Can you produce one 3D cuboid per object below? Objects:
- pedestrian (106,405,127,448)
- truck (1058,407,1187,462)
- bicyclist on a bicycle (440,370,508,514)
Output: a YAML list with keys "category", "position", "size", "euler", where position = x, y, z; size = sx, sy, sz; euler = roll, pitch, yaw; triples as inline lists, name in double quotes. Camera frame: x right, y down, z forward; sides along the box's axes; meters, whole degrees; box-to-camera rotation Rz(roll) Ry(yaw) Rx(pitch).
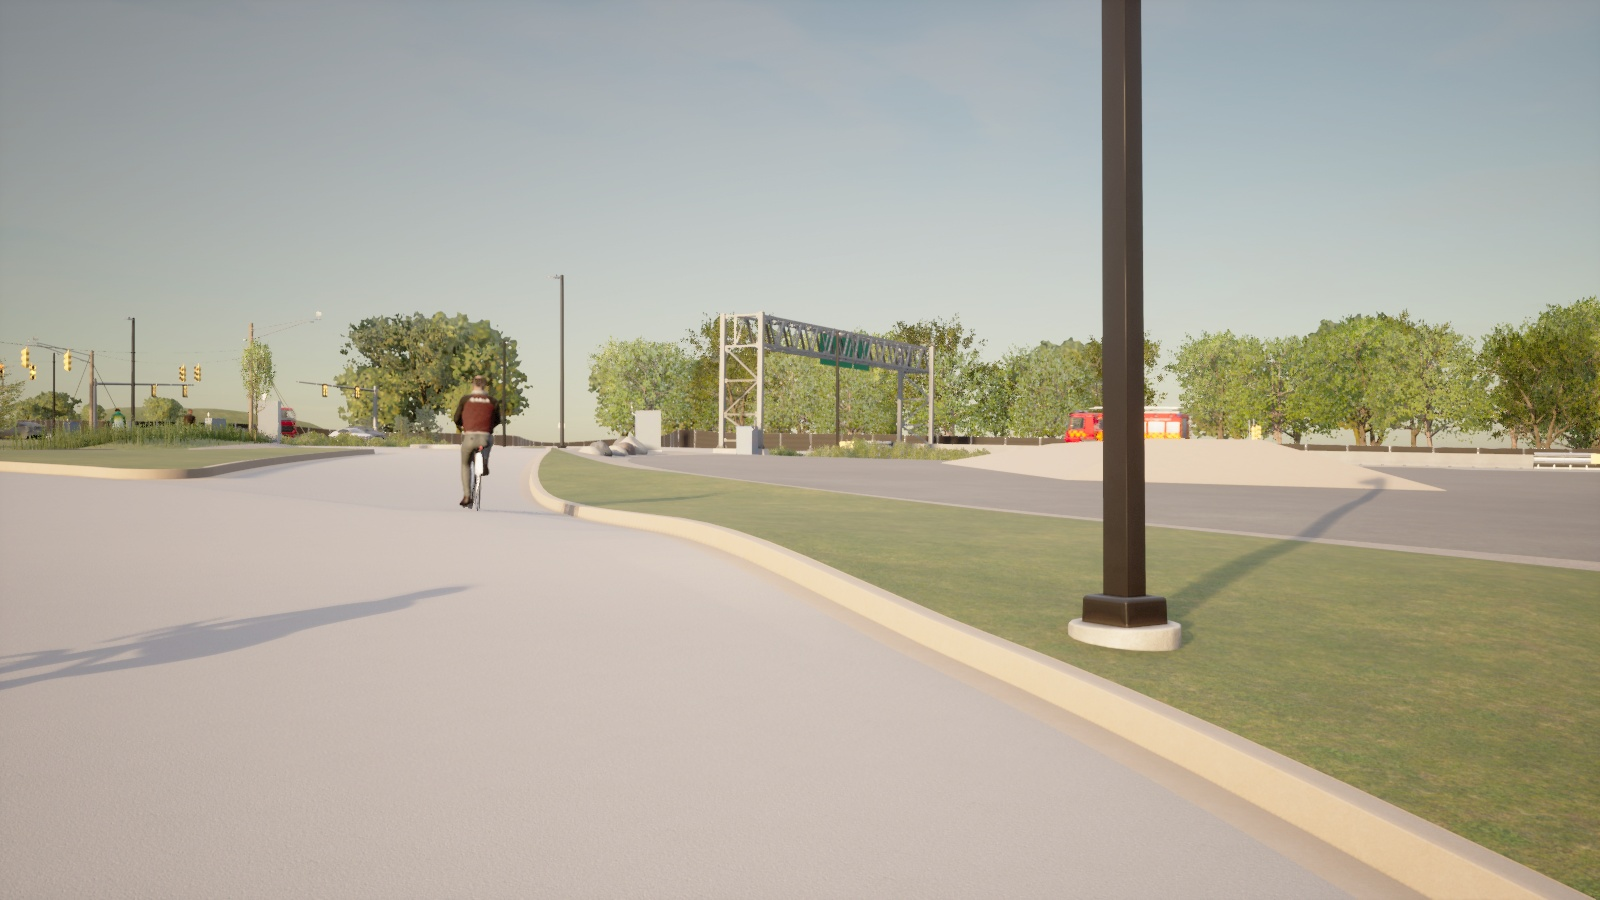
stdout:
- category: "pedestrian"
  position: [-31.420, -1.083, 57.751]
  size: [0.659, 1.952, 0.873]
  euler: [0, -1, -43]
- category: "truck"
  position: [23.110, -1.130, 90.186]
  size: [8.468, 3.827, 2.891]
  euler: [1, 0, 30]
- category: "bicyclist on a bicycle"
  position: [-4.315, -0.084, 16.564]
  size: [0.659, 1.776, 1.843]
  euler: [2, -2, -19]
